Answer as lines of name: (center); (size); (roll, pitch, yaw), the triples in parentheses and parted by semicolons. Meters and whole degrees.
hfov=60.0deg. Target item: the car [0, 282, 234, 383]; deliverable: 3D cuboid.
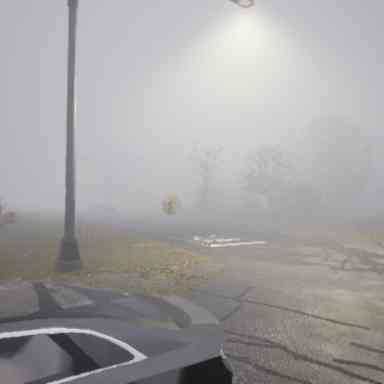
car: (-1.974, 1.539, 2.298); (4.902, 1.511, 2.128); (1, -1, -31)

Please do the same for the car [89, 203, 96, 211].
car: (-16.852, 2.590, 58.457); (1.812, 1.442, 4.674); (1, -1, -29)

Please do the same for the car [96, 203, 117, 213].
car: (-13.139, 2.475, 51.818); (1.812, 1.442, 4.674); (1, -1, -28)
